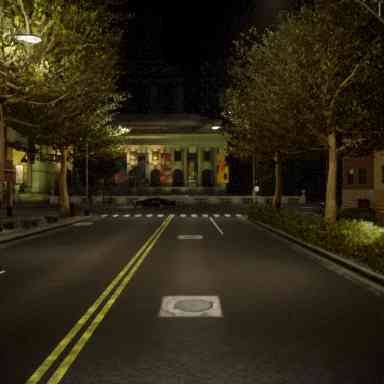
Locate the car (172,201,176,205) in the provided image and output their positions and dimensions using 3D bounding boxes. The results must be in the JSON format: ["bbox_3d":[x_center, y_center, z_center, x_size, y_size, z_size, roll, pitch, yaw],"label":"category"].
[{"bbox_3d":[-4.741,1.600,50.097,4.718,1.301,1.895,0,0,0],"label":"car"}]

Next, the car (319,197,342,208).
[{"bbox_3d":[20.354,1.505,46.486,4.892,1.490,1.837,0,0,2],"label":"car"}]

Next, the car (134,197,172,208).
[{"bbox_3d":[-5.647,1.504,46.595,4.892,1.490,1.837,0,0,0],"label":"car"}]
